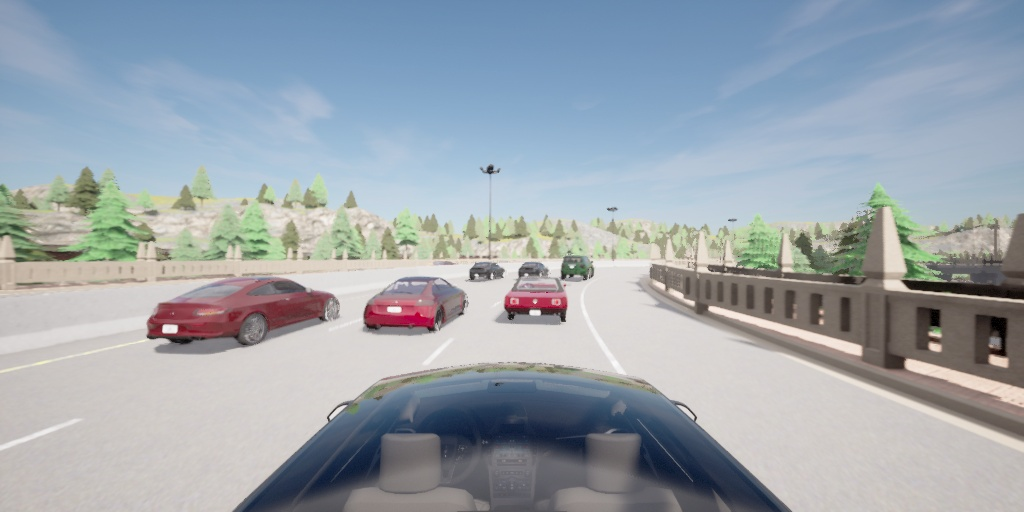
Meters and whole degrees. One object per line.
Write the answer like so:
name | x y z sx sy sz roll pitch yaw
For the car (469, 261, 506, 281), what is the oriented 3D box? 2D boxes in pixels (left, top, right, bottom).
car | -1.985 1.246 30.067 1.837 1.490 4.892 0 0 18

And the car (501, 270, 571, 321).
car | 0.965 1.347 12.544 1.895 1.301 4.718 0 0 7

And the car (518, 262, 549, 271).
car | 1.914 1.251 30.699 1.837 1.490 4.892 0 0 19

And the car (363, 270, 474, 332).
car | -2.695 1.298 10.884 1.994 1.385 4.181 0 0 6

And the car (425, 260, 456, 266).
car | -8.403 1.280 42.900 1.812 1.442 4.674 0 0 24

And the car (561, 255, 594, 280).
car | 5.728 0.971 31.044 2.150 2.045 5.566 0 0 21

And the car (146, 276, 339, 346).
car | -6.411 1.246 9.217 1.812 1.442 4.674 0 0 5
